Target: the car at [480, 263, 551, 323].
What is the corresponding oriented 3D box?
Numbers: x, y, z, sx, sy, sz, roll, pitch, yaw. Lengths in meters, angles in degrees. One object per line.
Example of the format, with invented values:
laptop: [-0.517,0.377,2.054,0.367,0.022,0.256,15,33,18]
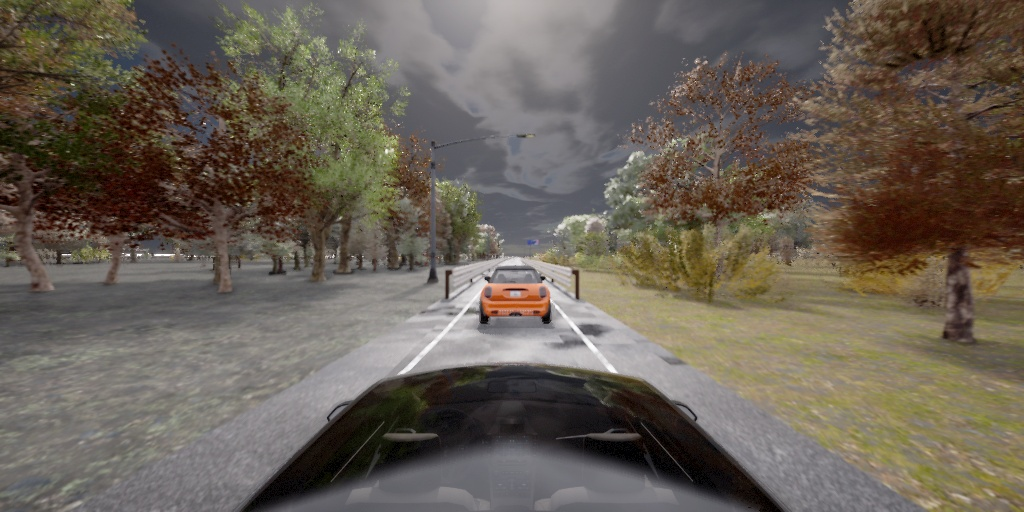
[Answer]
car: [0.101,1.098,12.298,2.097,1.767,4.553,0,0,0]
